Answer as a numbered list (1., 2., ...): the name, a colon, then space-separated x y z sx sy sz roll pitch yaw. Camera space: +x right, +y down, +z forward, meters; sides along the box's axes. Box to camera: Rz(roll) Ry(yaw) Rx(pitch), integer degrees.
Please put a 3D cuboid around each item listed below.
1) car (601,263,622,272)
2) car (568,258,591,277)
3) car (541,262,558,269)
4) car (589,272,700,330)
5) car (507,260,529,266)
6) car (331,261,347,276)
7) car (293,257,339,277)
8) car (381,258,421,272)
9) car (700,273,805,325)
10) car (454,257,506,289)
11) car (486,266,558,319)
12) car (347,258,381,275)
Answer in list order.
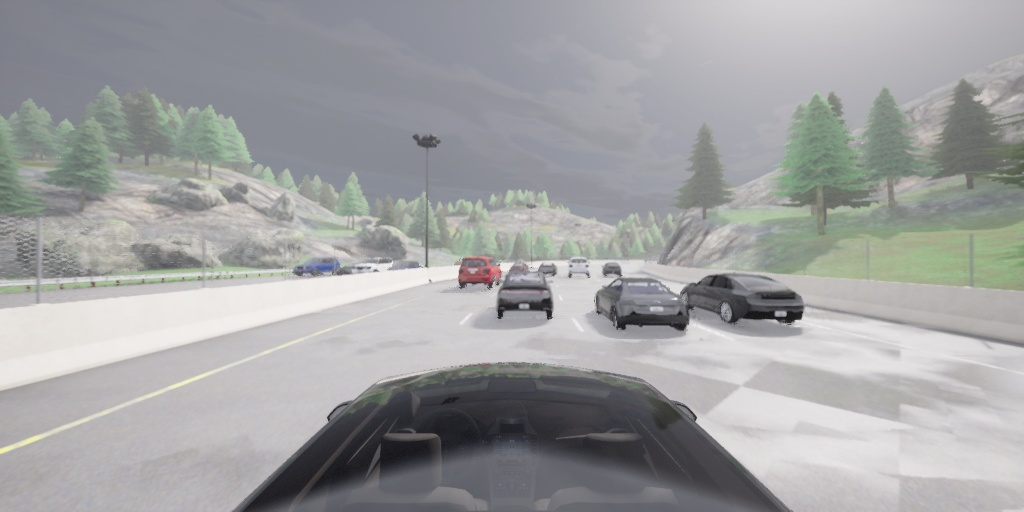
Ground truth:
1. car: 11.115 1.478 39.904 1.837 1.490 4.892 0 0 12
2. car: 7.229 1.186 38.518 2.150 2.045 5.566 0 0 11
3. car: 4.169 1.467 40.896 2.128 1.511 4.902 0 0 12
4. car: 3.908 1.372 11.420 1.994 1.385 4.181 0 0 3
5. car: 0.967 1.509 42.640 1.812 1.442 4.674 0 0 12
6. car: -17.562 1.525 39.911 1.994 1.385 4.181 0 0 10
7. car: -21.236 1.175 39.400 2.150 2.045 5.566 0 0 10
8. car: -11.016 1.297 36.739 2.097 1.767 4.553 0 0 10
9. car: 7.451 1.319 12.176 1.837 1.490 4.892 0 0 3
10. car: -2.069 1.102 24.418 2.150 2.045 5.566 0 0 7
11. car: 0.507 1.309 13.190 2.128 1.511 4.902 0 0 3
12. car: -14.432 1.173 37.701 2.150 2.045 5.566 0 -1 10
